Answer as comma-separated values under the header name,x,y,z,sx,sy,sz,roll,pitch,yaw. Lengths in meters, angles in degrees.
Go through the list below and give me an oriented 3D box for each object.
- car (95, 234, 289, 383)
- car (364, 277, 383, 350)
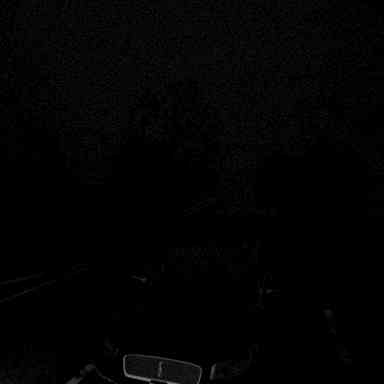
name,x,y,z,sx,sy,sz,roll,pitch,yaw
car,0.364,1.487,5.249,2.231,1.521,4.892,1,-1,16
car,3.121,1.486,3.269,2.231,1.521,4.892,0,-1,15
